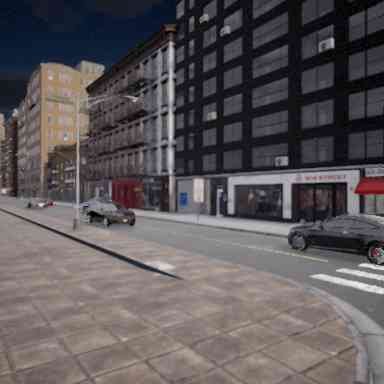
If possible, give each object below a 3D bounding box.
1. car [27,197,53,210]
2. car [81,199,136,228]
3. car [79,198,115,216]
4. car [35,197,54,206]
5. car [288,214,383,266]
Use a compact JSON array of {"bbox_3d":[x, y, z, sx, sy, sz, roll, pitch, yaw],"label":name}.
[{"bbox_3d":[-19.365,1.388,41.679,2.128,1.511,4.902,0,0,-35],"label":"car"},{"bbox_3d":[-5.427,1.426,21.917,1.882,1.535,5.008,0,0,-35],"label":"car"},{"bbox_3d":[-9.385,1.415,32.577,1.882,1.535,5.008,0,0,-35],"label":"car"},{"bbox_3d":[-23.012,1.445,51.746,1.994,1.385,4.181,0,0,-35],"label":"car"},{"bbox_3d":[5.560,1.503,11.553,1.812,1.442,4.674,0,0,-35],"label":"car"}]
